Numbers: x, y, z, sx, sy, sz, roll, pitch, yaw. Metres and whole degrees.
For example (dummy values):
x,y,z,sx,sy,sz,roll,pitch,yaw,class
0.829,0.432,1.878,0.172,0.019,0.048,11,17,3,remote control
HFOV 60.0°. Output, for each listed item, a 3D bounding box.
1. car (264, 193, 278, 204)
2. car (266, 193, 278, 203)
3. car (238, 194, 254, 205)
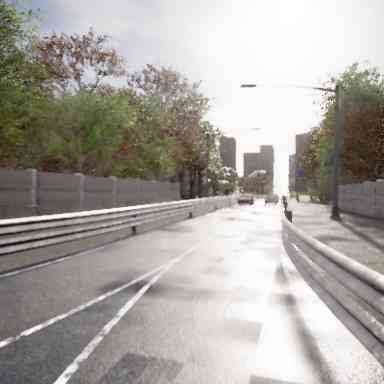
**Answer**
x,y,z,sx,sy,sz,roll,pitch,yaw,class
12.510,1.248,52.707,1.895,1.301,4.718,1,0,15,car
15.076,1.021,62.271,2.097,1.767,4.553,1,0,15,car
7.795,1.082,47.911,1.882,1.535,5.008,1,0,15,car
